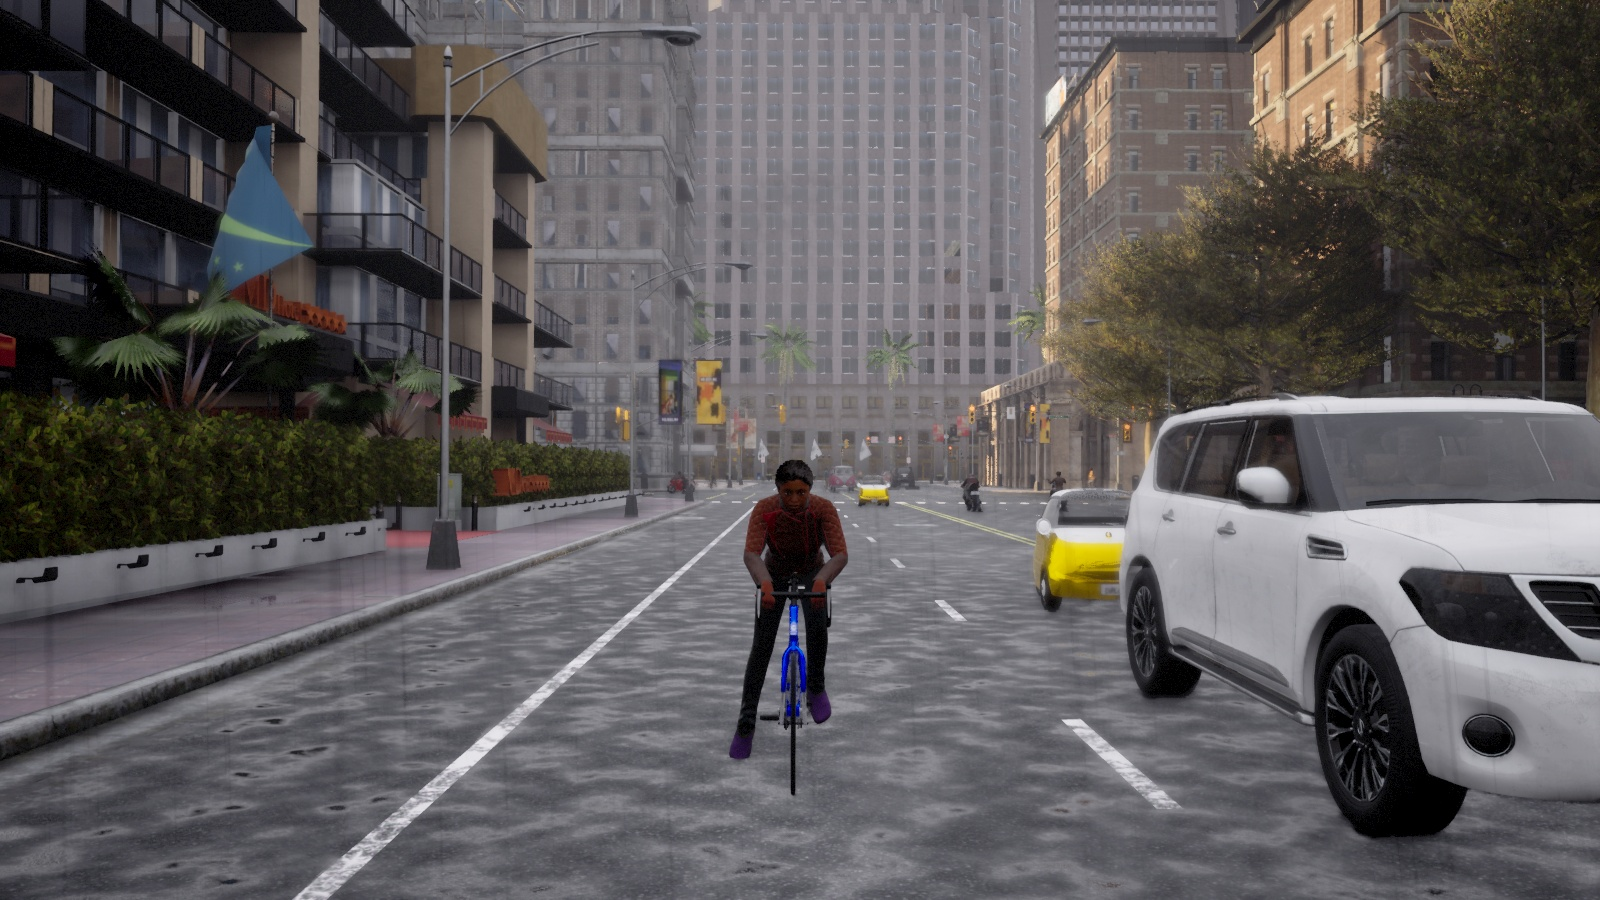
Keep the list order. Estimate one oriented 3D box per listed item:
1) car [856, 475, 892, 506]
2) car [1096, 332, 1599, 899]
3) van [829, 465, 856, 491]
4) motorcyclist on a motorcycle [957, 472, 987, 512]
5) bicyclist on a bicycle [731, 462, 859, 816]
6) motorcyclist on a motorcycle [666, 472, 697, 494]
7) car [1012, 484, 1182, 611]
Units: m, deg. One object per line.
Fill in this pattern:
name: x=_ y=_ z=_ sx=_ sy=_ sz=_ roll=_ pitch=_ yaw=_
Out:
car: x=3.296 y=1.800 z=56.321 sx=1.481 sy=1.376 sz=2.207 roll=0 pitch=-1 yaw=0
car: x=3.470 y=0.642 z=7.276 sx=2.150 sy=2.045 sz=5.566 roll=0 pitch=-1 yaw=0
van: x=3.304 y=2.200 z=98.260 sx=1.775 sy=1.987 sz=4.442 roll=0 pitch=-1 yaw=-3
motorcyclist on a motorcycle: x=6.820 y=1.657 z=49.830 sx=0.866 sy=1.530 sz=2.191 roll=0 pitch=-1 yaw=0
bicyclist on a bicycle: x=-0.026 y=0.878 z=6.609 sx=0.582 sy=1.620 sz=1.656 roll=0 pitch=-1 yaw=0
motorcyclist on a motorcycle: x=-8.206 y=2.286 z=86.958 sx=2.044 sy=1.523 sz=0.797 roll=0 pitch=-1 yaw=-22
car: x=3.445 y=1.105 z=14.898 sx=1.481 sy=1.376 sz=2.207 roll=0 pitch=-1 yaw=0
